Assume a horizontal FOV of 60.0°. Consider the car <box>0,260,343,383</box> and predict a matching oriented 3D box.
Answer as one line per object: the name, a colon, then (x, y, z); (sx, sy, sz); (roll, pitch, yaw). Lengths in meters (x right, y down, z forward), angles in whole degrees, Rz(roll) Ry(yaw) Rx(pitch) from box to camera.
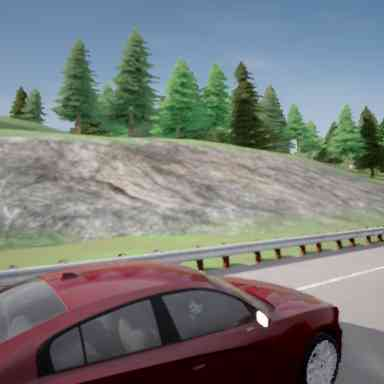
car: (-0.423, 1.487, 3.443); (5.008, 1.535, 1.882); (0, 0, -36)
